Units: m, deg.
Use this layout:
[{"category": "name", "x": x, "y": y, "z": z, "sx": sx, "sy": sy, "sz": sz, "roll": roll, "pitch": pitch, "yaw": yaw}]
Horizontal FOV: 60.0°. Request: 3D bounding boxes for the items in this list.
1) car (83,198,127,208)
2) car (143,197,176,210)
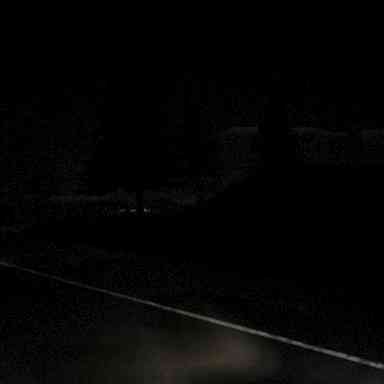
[{"category": "car", "x": -9.892, "y": 1.295, "z": 37.739, "sx": 4.718, "sy": 1.301, "sz": 1.895, "roll": 0, "pitch": 1, "yaw": -43}, {"category": "car", "x": -3.818, "y": 1.308, "z": 38.493, "sx": 4.181, "sy": 1.385, "sz": 1.994, "roll": 0, "pitch": 0, "yaw": -40}]
